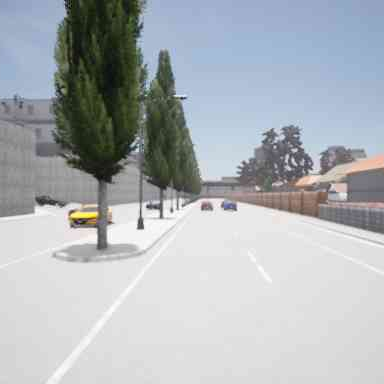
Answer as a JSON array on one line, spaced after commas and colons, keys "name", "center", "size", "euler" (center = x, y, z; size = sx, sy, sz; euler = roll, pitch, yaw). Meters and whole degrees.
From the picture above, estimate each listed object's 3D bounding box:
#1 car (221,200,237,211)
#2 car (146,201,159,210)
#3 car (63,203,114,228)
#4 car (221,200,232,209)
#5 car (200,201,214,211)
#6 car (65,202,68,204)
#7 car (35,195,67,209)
[{"name": "car", "center": [5.750, 2.035, 50.237], "size": [1.882, 1.535, 5.008], "euler": [0, -1, 3]}, {"name": "car", "center": [-5.808, 2.049, 50.811], "size": [1.895, 1.301, 4.718], "euler": [1, 0, 3]}, {"name": "car", "center": [-7.129, 1.676, 23.972], "size": [1.882, 1.535, 5.008], "euler": [0, -1, 3]}, {"name": "car", "center": [6.126, 2.181, 59.571], "size": [1.812, 1.442, 4.674], "euler": [0, -1, 3]}, {"name": "car", "center": [2.283, 2.065, 50.781], "size": [1.812, 1.442, 4.674], "euler": [0, -1, 3]}, {"name": "car", "center": [-10.075, 1.862, 32.013], "size": [1.895, 1.301, 4.718], "euler": [0, -1, 5]}, {"name": "car", "center": [-19.451, 1.280, 45.589], "size": [4.892, 1.490, 1.837], "euler": [5, 0, 4]}]
